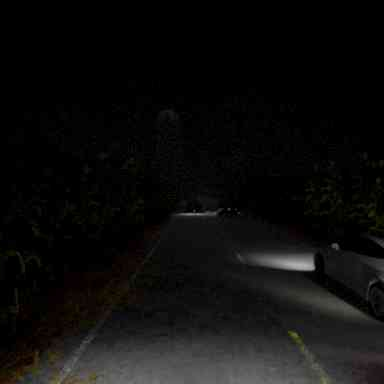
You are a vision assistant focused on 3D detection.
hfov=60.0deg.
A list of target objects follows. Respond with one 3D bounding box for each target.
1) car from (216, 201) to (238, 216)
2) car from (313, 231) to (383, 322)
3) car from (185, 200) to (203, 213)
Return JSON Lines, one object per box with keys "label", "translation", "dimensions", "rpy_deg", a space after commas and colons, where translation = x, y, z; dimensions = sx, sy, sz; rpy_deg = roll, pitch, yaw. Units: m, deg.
{"label": "car", "translation": [3.499, 1.648, 33.586], "dimensions": [2.033, 1.411, 5.357], "rpy_deg": [0, 0, 1]}
{"label": "car", "translation": [4.200, 1.571, 7.172], "dimensions": [1.812, 1.442, 4.674], "rpy_deg": [0, 0, 0]}
{"label": "car", "translation": [0.277, 1.637, 38.435], "dimensions": [2.033, 1.411, 5.357], "rpy_deg": [0, 0, 0]}
